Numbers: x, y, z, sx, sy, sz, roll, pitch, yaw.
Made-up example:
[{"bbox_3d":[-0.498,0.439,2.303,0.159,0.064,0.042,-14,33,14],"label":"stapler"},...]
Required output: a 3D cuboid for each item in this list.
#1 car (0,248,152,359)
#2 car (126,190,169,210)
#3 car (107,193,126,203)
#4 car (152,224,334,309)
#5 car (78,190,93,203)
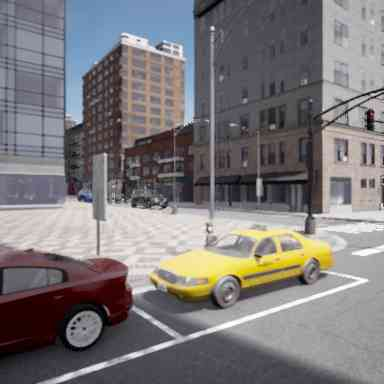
[{"bbox_3d":[-3.041,1.544,4.587,4.507,1.381,1.887,-1,1,-36],"label":"car"},{"bbox_3d":[-4.679,0.779,35.831,2.150,2.045,5.566,0,1,-35],"label":"car"},{"bbox_3d":[-11.371,0.941,50.698,1.812,1.442,4.674,0,0,-35],"label":"car"},{"bbox_3d":[1.389,1.477,7.769,4.829,1.417,1.752,-1,1,-36],"label":"car"},{"bbox_3d":[-16.195,0.655,52.225,2.150,2.045,5.566,0,0,-35],"label":"car"}]
